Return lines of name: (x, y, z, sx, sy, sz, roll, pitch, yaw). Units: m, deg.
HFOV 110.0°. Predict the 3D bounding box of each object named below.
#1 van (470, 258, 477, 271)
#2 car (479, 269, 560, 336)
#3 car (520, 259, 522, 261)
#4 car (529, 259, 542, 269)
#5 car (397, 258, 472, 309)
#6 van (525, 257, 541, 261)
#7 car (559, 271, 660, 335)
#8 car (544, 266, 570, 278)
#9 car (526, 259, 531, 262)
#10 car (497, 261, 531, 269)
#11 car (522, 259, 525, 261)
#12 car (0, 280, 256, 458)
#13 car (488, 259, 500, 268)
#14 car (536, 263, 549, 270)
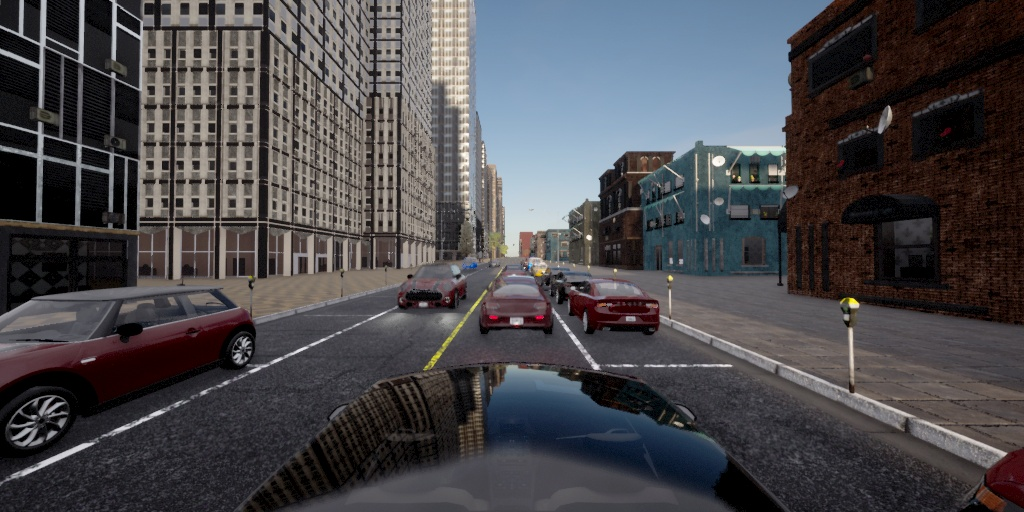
van: (-5.644, 1.090, 48.417, 1.690, 1.789, 3.998, 0, 0, 0)
car: (0.106, 1.278, 10.321, 1.812, 1.442, 4.674, 0, 0, 0)
car: (2.743, 1.063, 53.890, 2.192, 1.841, 5.009, 0, 0, 0)
car: (2.721, 1.277, 32.148, 1.751, 1.417, 4.829, 0, 0, 0)
car: (-3.087, 1.104, 14.735, 2.097, 1.767, 4.553, 0, 0, 0)
van: (2.732, 1.092, 42.935, 1.690, 1.789, 3.998, 0, 0, 0)
car: (2.699, 1.297, 10.397, 1.888, 1.381, 4.507, 0, 0, 0)
car: (2.705, 1.318, 15.943, 1.948, 1.339, 4.313, 0, 0, 0)
car: (2.727, 1.302, 37.456, 2.007, 1.370, 4.403, 0, 0, 0)
car: (0.127, 1.316, 27.128, 1.994, 1.385, 4.181, 0, 0, 0)
car: (2.737, 1.190, 48.412, 1.967, 1.591, 4.097, 0, 0, 0)
car: (-5.687, 1.191, 4.855, 1.967, 1.591, 4.097, 0, 0, 0)
car: (-2.942, 1.250, 60.332, 2.128, 1.511, 4.902, 0, 0, 0)
car: (2.710, 1.318, 21.487, 1.948, 1.339, 4.313, 0, 0, 0)
